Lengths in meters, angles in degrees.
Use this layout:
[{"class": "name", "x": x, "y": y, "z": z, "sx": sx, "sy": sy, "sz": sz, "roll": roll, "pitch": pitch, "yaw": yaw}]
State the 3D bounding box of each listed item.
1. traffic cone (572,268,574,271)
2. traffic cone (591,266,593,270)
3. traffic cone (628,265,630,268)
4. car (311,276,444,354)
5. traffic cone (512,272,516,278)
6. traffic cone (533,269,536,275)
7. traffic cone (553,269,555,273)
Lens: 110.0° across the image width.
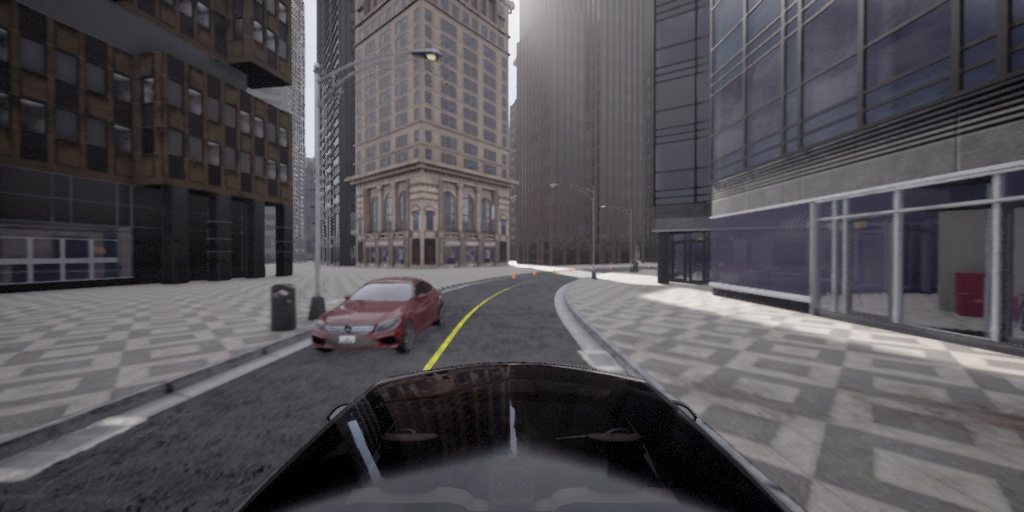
[{"class": "traffic cone", "x": 7.805, "y": 1.658, "z": 45.898, "sx": 0.340, "sy": 0.580, "sz": 0.340, "roll": 0, "pitch": 0, "yaw": 37}, {"class": "traffic cone", "x": 11.102, "y": 1.660, "z": 49.959, "sx": 0.340, "sy": 0.580, "sz": 0.340, "roll": 0, "pitch": 0, "yaw": 42}, {"class": "traffic cone", "x": 18.680, "y": 1.648, "z": 57.156, "sx": 0.340, "sy": 0.580, "sz": 0.340, "roll": 0, "pitch": 0, "yaw": -39}, {"class": "car", "x": -2.936, "y": 1.266, "z": 8.907, "sx": 1.812, "sy": 1.442, "sz": 4.674, "roll": 0, "pitch": 0, "yaw": 2}, {"class": "traffic cone", "x": 0.162, "y": 1.664, "z": 32.237, "sx": 0.340, "sy": 0.580, "sz": 0.340, "roll": 0, "pitch": 0, "yaw": 22}, {"class": "traffic cone", "x": 2.315, "y": 1.660, "z": 37.004, "sx": 0.340, "sy": 0.580, "sz": 0.340, "roll": 0, "pitch": 0, "yaw": 27}, {"class": "traffic cone", "x": 4.869, "y": 1.658, "z": 41.569, "sx": 0.340, "sy": 0.580, "sz": 0.340, "roll": 0, "pitch": 0, "yaw": 32}]
